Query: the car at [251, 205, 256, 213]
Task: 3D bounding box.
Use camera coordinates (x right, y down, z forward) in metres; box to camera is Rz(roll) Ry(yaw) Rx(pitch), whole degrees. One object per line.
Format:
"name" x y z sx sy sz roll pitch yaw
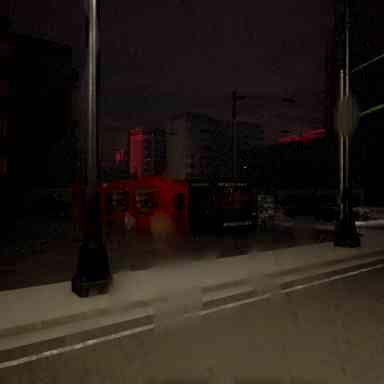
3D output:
"car" 5.644 1.771 39.726 1.837 1.490 4.892 0 0 -36

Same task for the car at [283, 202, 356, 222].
"car" 10.173 1.657 27.440 2.033 1.411 5.357 0 -1 -38

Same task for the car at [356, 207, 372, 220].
"car" 13.235 1.634 29.212 1.812 1.442 4.674 0 -1 -36
